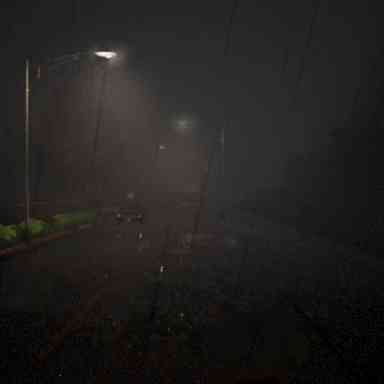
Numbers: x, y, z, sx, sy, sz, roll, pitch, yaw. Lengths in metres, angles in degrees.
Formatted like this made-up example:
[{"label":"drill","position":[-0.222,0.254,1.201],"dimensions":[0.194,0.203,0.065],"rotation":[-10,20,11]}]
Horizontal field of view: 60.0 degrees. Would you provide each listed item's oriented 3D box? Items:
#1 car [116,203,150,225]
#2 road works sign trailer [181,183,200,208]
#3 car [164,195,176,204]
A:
[{"label":"car","position":[-4.100,1.521,23.896],"dimensions":[1.812,1.442,4.674],"rotation":[0,0,0]},{"label":"road works sign trailer","position":[-0.030,0.454,47.445],"dimensions":[2.380,3.560,2.880],"rotation":[0,0,0]},{"label":"car","position":[-4.051,1.341,61.981],"dimensions":[2.097,1.767,4.553],"rotation":[0,0,0]}]
